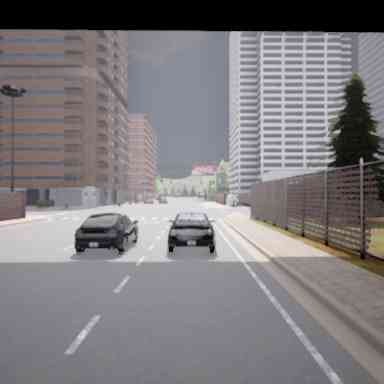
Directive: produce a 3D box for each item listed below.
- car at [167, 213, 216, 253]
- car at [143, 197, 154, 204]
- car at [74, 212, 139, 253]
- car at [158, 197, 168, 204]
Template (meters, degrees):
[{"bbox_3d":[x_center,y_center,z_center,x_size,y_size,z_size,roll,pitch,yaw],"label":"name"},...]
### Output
[{"bbox_3d":[-0.010,1.628,14.288,2.128,1.511,4.902,0,0,0],"label":"car"},{"bbox_3d":[-10.577,2.110,81.157,2.097,1.767,4.553,0,-1,0],"label":"car"},{"bbox_3d":[-3.510,1.643,14.300,1.837,1.490,4.892,0,0,0],"label":"car"},{"bbox_3d":[-7.077,2.110,81.134,2.097,1.767,4.553,0,-1,0],"label":"car"}]
